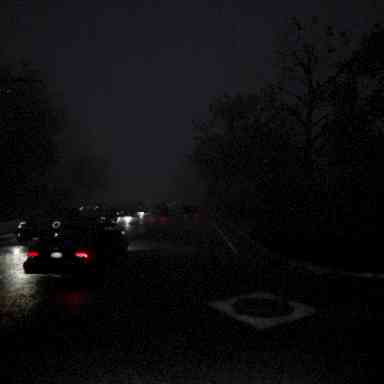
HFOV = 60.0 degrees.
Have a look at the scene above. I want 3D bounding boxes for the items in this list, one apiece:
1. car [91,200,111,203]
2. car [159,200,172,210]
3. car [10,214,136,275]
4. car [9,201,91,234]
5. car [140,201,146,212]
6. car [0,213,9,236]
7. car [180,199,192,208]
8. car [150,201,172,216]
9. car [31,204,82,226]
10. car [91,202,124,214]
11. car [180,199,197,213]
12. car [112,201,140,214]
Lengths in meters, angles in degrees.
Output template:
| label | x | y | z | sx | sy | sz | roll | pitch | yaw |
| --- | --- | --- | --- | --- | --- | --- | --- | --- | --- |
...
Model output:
| label | x | y | z | sx | sy | sz | roll | pitch | yaw |
| --- | --- | --- | --- | --- | --- | --- | --- | --- | --- |
| car | -10.761 | 1.727 | 36.538 | 2.097 | 1.767 | 4.553 | 0 | -1 | -1 |
| car | -4.251 | 2.102 | 54.223 | 2.033 | 1.411 | 5.357 | 0 | -1 | -2 |
| car | -3.401 | 1.660 | 10.850 | 2.033 | 1.411 | 5.357 | 0 | -1 | 0 |
| car | -7.063 | 1.529 | 17.141 | 2.097 | 1.767 | 4.553 | 0 | -1 | -1 |
| car | -7.504 | 1.981 | 46.489 | 1.837 | 1.490 | 4.892 | 0 | -1 | -2 |
| car | -10.615 | 1.780 | 17.374 | 1.895 | 1.301 | 4.718 | 0 | -1 | 0 |
| car | -1.180 | 2.116 | 62.366 | 1.882 | 1.535 | 5.008 | 0 | -1 | -4 |
| car | -3.642 | 1.880 | 37.878 | 2.128 | 1.511 | 4.902 | 0 | -1 | -1 |
| car | -10.666 | 1.766 | 26.698 | 2.128 | 1.511 | 4.902 | 0 | -1 | 0 |
| car | -7.164 | 1.821 | 26.611 | 2.033 | 1.411 | 5.357 | 0 | -1 | 0 |
| car | -0.297 | 1.927 | 43.887 | 1.882 | 1.535 | 5.008 | 0 | -1 | -2 |
| car | -7.263 | 1.938 | 36.484 | 1.994 | 1.385 | 4.181 | 0 | -1 | -1 |
